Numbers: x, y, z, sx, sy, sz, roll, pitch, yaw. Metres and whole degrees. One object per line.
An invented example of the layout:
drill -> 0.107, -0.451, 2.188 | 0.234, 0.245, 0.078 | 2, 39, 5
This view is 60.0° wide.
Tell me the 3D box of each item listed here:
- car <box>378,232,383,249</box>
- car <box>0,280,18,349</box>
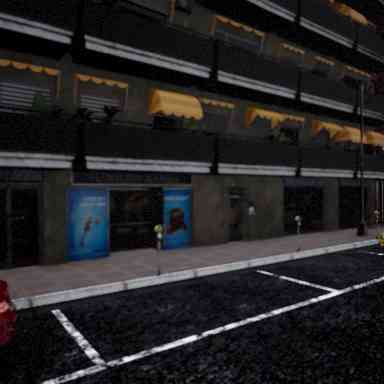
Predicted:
car -> 9.116, 1.534, 13.076 | 4.829, 1.417, 1.752 | 0, -1, -36
car -> -4.233, 1.581, 3.549 | 4.206, 1.307, 1.802 | 0, 0, -36
